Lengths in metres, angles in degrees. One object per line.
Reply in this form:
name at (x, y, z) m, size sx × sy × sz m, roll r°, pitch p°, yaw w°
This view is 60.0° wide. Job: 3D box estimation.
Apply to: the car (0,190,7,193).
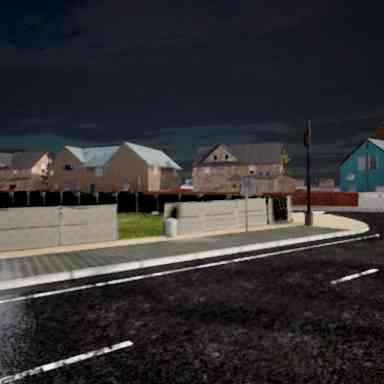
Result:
car at (-24.515, 0.471, 40.527) m, size 4.553 × 1.767 × 2.097 m, roll 0°, pitch 1°, yaw 20°
